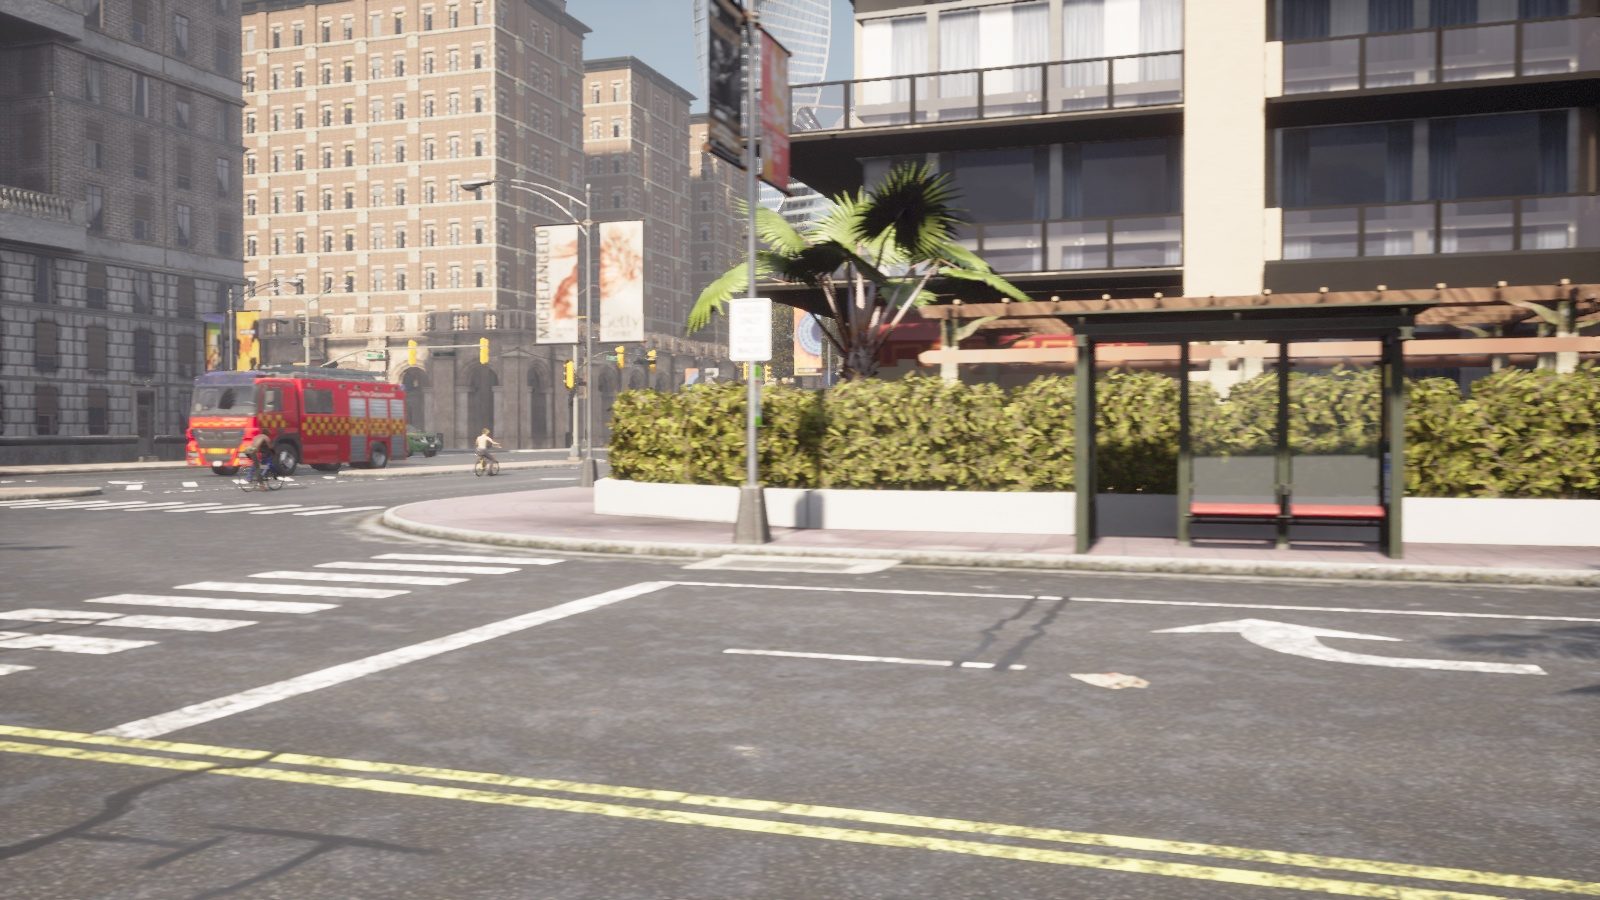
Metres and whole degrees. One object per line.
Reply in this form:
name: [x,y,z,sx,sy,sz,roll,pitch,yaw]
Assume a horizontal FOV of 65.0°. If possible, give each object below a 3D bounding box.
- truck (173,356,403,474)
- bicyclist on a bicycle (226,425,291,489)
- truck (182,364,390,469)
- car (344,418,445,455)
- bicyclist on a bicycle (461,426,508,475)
truck: [-18.139,-1.191,45.309,2.891,3.827,8.468,1,1,18]
bicyclist on a bicycle: [-13.956,0.163,32.401,0.582,1.620,1.656,1,1,18]
truck: [-20.235,-1.284,50.150,2.891,3.827,8.468,1,1,18]
car: [-23.136,-0.773,71.672,5.566,2.045,2.150,1,1,26]
bicyclist on a bicycle: [-10.659,-0.002,42.486,0.866,1.612,1.509,1,1,18]
